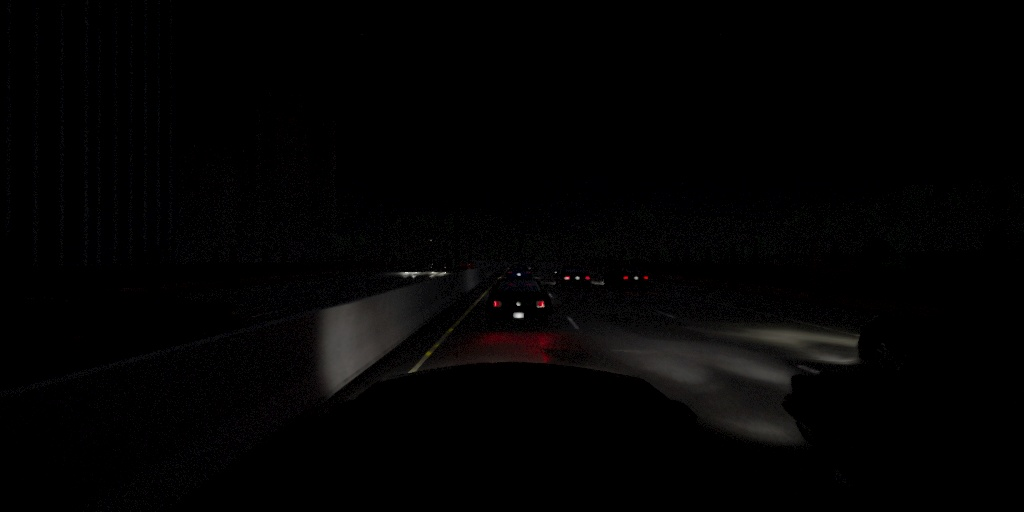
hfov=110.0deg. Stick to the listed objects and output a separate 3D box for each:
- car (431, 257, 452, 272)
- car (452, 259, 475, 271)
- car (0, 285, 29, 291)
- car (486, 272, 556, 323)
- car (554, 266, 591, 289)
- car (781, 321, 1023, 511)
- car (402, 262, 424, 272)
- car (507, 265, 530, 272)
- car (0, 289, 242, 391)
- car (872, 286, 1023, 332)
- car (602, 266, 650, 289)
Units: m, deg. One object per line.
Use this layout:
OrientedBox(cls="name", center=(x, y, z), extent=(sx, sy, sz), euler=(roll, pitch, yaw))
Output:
OrientedBox(cls="car", center=(-9.700, 1.109, 49.978), extent=(2.150, 2.045, 5.566), euler=(0, -1, 1))
OrientedBox(cls="car", center=(-6.250, 1.233, 47.899), extent=(2.097, 1.767, 4.553), euler=(0, 0, 1))
OrientedBox(cls="car", center=(-10.554, 1.246, 6.057), extent=(2.128, 1.511, 4.902), euler=(0, 0, 0))
OrientedBox(cls="car", center=(0.231, 1.382, 12.255), extent=(1.895, 1.301, 4.718), euler=(0, 0, 1))
OrientedBox(cls="car", center=(3.950, 1.366, 23.838), extent=(2.033, 1.411, 5.357), euler=(0, 0, 1))
OrientedBox(cls="car", center=(3.613, 1.353, 1.404), extent=(1.895, 1.301, 4.718), euler=(0, 0, 0))
OrientedBox(cls="car", center=(-13.246, 1.441, 48.038), extent=(1.994, 1.385, 4.181), euler=(0, 0, 1))
OrientedBox(cls="car", center=(0.562, 1.397, 29.512), extent=(1.994, 1.385, 4.181), euler=(0, 0, 1))
OrientedBox(cls="car", center=(-7.066, 1.304, 5.728), extent=(2.033, 1.411, 5.357), euler=(0, 0, 0))
OrientedBox(cls="car", center=(7.134, 1.116, 4.396), extent=(2.097, 1.767, 4.553), euler=(0, 0, 0))
OrientedBox(cls="car", center=(7.451, 1.369, 23.865), extent=(2.033, 1.411, 5.357), euler=(0, 0, 1))
